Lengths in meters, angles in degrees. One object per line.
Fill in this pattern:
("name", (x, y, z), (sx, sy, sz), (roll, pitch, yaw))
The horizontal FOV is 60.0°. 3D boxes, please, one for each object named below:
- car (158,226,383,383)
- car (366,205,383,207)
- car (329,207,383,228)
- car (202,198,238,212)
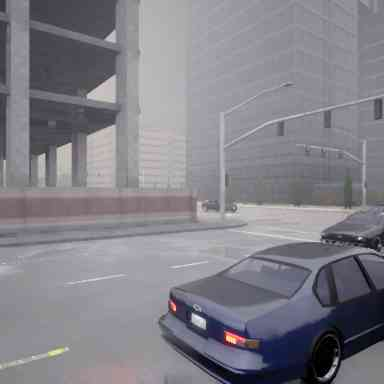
("car", (2.130, 1.547, 5.310), (5.357, 1.411, 2.033), (0, 0, -35))
("car", (12.142, 1.547, 21.560), (5.357, 1.411, 2.033), (0, 0, -37))
("car", (7.524, 1.547, 13.751), (5.357, 1.411, 2.033), (0, 0, -36))
("car", (3.053, 1.505, 37.394), (1.837, 1.490, 4.892), (0, 0, -36))
